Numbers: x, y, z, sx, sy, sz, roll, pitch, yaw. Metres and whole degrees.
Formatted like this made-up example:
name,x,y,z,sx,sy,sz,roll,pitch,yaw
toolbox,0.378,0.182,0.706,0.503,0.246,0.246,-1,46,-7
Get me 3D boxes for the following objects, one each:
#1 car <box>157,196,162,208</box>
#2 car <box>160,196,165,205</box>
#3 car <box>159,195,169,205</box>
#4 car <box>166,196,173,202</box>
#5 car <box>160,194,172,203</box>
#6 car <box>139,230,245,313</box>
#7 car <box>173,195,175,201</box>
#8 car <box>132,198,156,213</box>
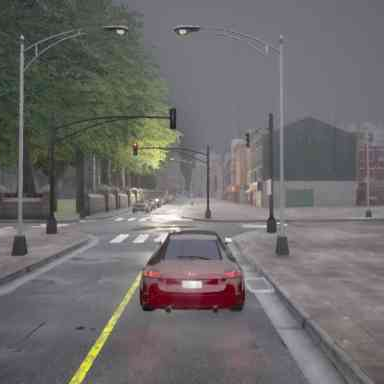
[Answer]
name,x,y,z,sx,sy,sz,roll,pitch,yaw
car,-5.535,1.597,43.963,2.008,1.369,4.403,1,0,0
car,-5.578,1.623,49.413,1.947,1.339,4.313,1,0,0
car,-5.665,1.669,60.312,1.802,1.307,4.206,1,0,0
car,-5.878,1.732,87.393,1.752,1.417,4.829,1,0,0
car,-5.702,1.421,65.763,2.192,1.841,5.009,1,0,0
car,0.021,1.567,7.744,1.994,1.385,4.181,0,0,1
car,-5.834,1.619,82.113,1.967,1.590,4.097,1,0,0
car,-5.506,1.585,36.827,2.008,1.369,4.403,1,0,0
